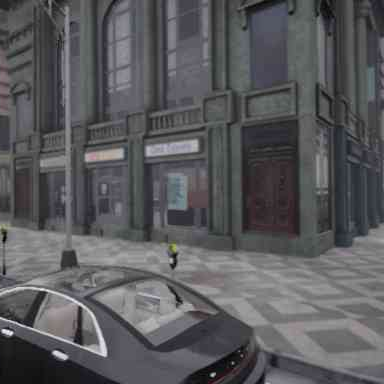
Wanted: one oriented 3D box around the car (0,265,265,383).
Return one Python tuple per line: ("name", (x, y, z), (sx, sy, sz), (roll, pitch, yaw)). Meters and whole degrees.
("car", (-1.349, 1.581, 3.934), (4.403, 1.369, 2.008), (-1, -1, 36))
